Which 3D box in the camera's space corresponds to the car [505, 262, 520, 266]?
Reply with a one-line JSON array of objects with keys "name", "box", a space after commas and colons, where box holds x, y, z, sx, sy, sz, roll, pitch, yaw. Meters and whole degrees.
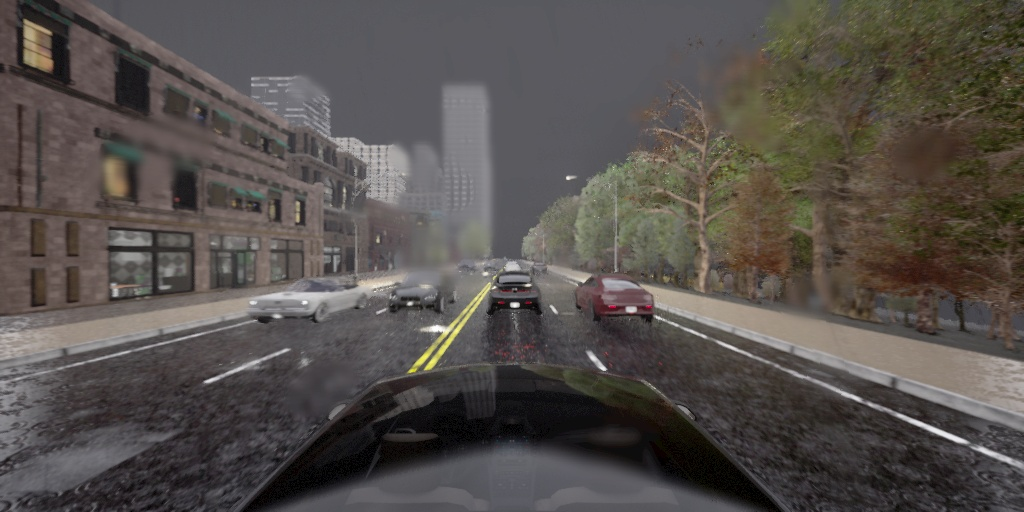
[{"name": "car", "box": [0.081, 1.526, 46.190, 1.812, 1.442, 4.674, 0, 0, 0]}]

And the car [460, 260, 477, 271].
[{"name": "car", "box": [-6.576, 1.396, 54.198, 2.097, 1.767, 4.553, 0, 0, 0]}]

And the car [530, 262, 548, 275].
[{"name": "car", "box": [3.332, 1.482, 44.299, 2.128, 1.511, 4.902, 0, 0, 0]}]

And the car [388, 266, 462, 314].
[{"name": "car", "box": [-3.354, 1.326, 14.223, 1.837, 1.490, 4.892, 0, 0, 0]}]

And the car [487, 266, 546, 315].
[{"name": "car", "box": [0.096, 1.327, 14.014, 1.837, 1.490, 4.892, 0, 0, 0]}]

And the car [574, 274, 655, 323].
[{"name": "car", "box": [3.346, 1.336, 12.363, 1.812, 1.442, 4.674, 0, 0, 0]}]

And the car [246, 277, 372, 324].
[{"name": "car", "box": [-6.605, 1.411, 12.319, 1.895, 1.301, 4.718, 0, 0, 0]}]

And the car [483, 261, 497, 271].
[{"name": "car", "box": [-3.325, 1.556, 55.931, 1.837, 1.490, 4.892, 0, 0, 0]}]
